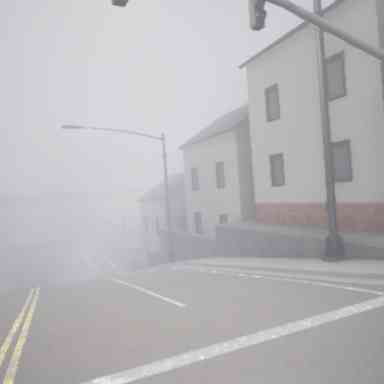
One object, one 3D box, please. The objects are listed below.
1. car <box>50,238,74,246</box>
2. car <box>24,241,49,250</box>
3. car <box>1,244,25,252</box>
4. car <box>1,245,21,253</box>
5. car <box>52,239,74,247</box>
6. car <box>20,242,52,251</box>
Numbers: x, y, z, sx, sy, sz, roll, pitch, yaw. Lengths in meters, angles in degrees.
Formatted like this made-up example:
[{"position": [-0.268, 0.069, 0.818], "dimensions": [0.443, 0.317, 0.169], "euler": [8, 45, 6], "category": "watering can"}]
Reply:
[{"position": [-29.752, 11.384, 76.228], "dimensions": [4.536, 1.218, 1.853], "euler": [-4, 0, 4], "category": "car"}, {"position": [-34.239, 11.716, 73.357], "dimensions": [1.853, 1.218, 4.536], "euler": [-4, 0, 29], "category": "car"}, {"position": [-38.503, 12.029, 71.437], "dimensions": [4.536, 1.218, 1.853], "euler": [-4, 0, 19], "category": "car"}, {"position": [-38.443, 12.183, 71.420], "dimensions": [4.974, 1.542, 2.038], "euler": [-4, 0, 19], "category": "car"}, {"position": [-29.689, 11.538, 76.225], "dimensions": [4.974, 1.542, 2.038], "euler": [-4, 0, 4], "category": "car"}, {"position": [-34.253, 11.875, 73.312], "dimensions": [2.038, 1.542, 4.974], "euler": [-4, 0, 29], "category": "car"}]
